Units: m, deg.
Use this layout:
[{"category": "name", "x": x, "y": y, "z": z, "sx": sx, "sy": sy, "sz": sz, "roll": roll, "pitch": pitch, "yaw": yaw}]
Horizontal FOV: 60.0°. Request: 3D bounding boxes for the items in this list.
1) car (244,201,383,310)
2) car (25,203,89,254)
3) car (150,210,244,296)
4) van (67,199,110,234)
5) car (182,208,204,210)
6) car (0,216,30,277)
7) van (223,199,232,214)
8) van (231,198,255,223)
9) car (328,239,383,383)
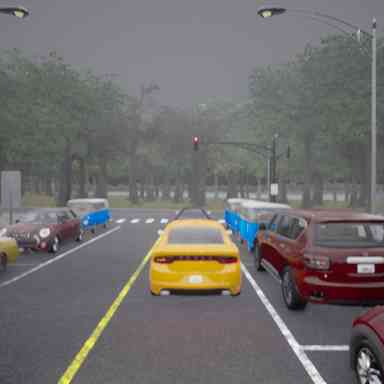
[{"category": "car", "x": 2.756, "y": 1.290, "z": 7.659, "sx": 2.192, "sy": 1.841, "sz": 5.009, "roll": 0, "pitch": 0, "yaw": 0}, {"category": "car", "x": -5.773, "y": 1.398, "z": 13.090, "sx": 1.967, "sy": 1.590, "sz": 4.097, "roll": 0, "pitch": 0, "yaw": 0}, {"category": "car", "x": 0.080, "y": 1.449, "z": 8.615, "sx": 1.882, "sy": 1.535, "sz": 5.008, "roll": 0, "pitch": 0, "yaw": 0}, {"category": "van", "x": -5.778, "y": 1.282, "z": 18.528, "sx": 1.690, "sy": 1.788, "sz": 3.998, "roll": 0, "pitch": 0, "yaw": 0}, {"category": "car", "x": 0.046, "y": 1.508, "z": 17.537, "sx": 1.994, "sy": 1.385, "sz": 4.181, "roll": 0, "pitch": 0, "yaw": 0}, {"category": "car", "x": -5.769, "y": 1.501, "z": 7.484, "sx": 1.752, "sy": 1.417, "sz": 4.829, "roll": 0, "pitch": 0, "yaw": 0}, {"category": "van", "x": 2.747, "y": 1.282, "z": 18.534, "sx": 1.690, "sy": 1.788, "sz": 3.998, "roll": 0, "pitch": 0, "yaw": 0}, {"category": "van", "x": 2.752, "y": 1.299, "z": 13.097, "sx": 1.690, "sy": 1.788, "sz": 3.998, "roll": 0, "pitch": 0, "yaw": 0}, {"category": "car", "x": 2.760, "y": 1.432, "z": 2.222, "sx": 1.967, "sy": 1.590, "sz": 4.097, "roll": 0, "pitch": 0, "yaw": 0}]
